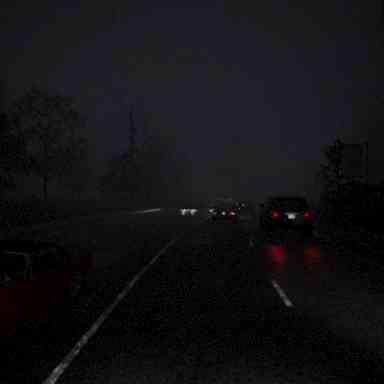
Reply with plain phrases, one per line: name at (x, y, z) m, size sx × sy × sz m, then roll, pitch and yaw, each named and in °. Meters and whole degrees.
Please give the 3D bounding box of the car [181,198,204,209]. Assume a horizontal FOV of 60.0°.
car at (0.134, 1.530, 45.163) m, size 2.033 × 1.411 × 5.357 m, roll 0°, pitch 0°, yaw 17°

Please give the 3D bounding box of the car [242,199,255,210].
car at (6.862, 1.574, 42.413) m, size 1.994 × 1.385 × 4.181 m, roll 0°, pitch 0°, yaw 17°

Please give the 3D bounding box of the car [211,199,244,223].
car at (2.671, 1.549, 25.743) m, size 2.033 × 1.411 × 5.357 m, roll 0°, pitch 0°, yaw 11°

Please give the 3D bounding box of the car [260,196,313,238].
car at (4.951, 1.231, 18.016) m, size 2.150 × 2.045 × 5.566 m, roll 0°, pitch 0°, yaw 7°

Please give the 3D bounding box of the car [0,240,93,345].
car at (-3.378, 1.593, 5.652) m, size 1.895 × 1.301 × 4.718 m, roll 0°, pitch 0°, yaw 3°

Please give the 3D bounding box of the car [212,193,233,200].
car at (4.316, 1.219, 46.643) m, size 2.150 × 2.045 × 5.566 m, roll 0°, pitch 0°, yaw 19°
